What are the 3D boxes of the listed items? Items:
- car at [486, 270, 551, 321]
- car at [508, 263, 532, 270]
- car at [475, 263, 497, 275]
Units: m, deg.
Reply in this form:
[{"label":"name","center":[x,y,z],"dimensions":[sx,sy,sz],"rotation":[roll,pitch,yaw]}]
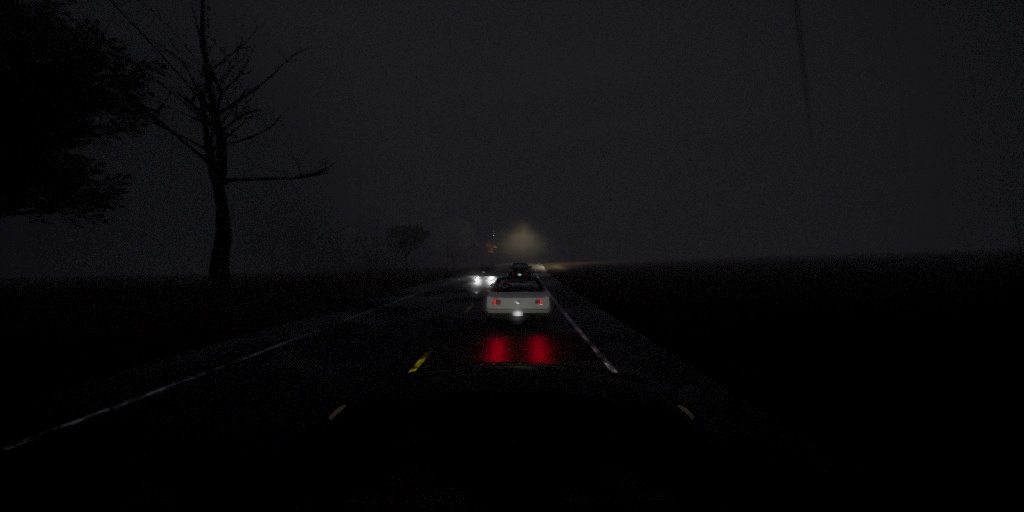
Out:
[{"label":"car","center":[0.202,1.351,12.422],"dimensions":[1.895,1.301,4.718],"rotation":[0,0,1]},{"label":"car","center":[0.661,1.275,30.084],"dimensions":[1.812,1.442,4.674],"rotation":[0,0,2]},{"label":"car","center":[-2.686,1.346,37.902],"dimensions":[1.895,1.301,4.718],"rotation":[0,0,3]}]
